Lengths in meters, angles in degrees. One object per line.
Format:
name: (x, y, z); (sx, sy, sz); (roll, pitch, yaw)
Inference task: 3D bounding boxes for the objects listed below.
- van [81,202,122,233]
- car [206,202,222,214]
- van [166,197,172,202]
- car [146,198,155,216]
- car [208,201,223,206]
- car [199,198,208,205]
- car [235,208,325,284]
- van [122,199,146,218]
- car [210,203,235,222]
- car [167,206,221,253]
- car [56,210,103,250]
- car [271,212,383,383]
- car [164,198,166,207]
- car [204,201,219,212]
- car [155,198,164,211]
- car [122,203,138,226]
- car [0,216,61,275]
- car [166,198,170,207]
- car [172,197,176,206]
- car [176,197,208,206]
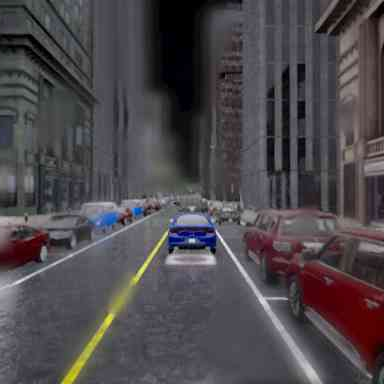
van: (-5.753, 1.541, 20.640); (1.690, 1.788, 3.998); (0, -1, 0)
car: (2.781, 1.997, 42.403); (1.802, 1.307, 4.206); (0, -1, 0)
van: (-5.734, 2.057, 69.607); (1.690, 1.788, 3.998); (0, -1, 0)
car: (-5.746, 1.676, 36.963); (2.192, 1.841, 5.009); (0, -1, 0)
car: (2.779, 1.802, 36.964); (1.967, 1.590, 4.097); (0, -1, 0)
car: (2.796, 2.287, 80.485); (1.967, 1.590, 4.097); (0, -1, 0)
car: (2.767, 1.409, 9.762); (2.192, 1.841, 5.009); (0, -1, 0)
van: (-5.749, 1.649, 31.522); (1.690, 1.788, 3.998); (0, -1, 0)
car: (2.774, 1.805, 26.082); (2.008, 1.369, 4.403); (0, -1, 0)
car: (0.013, 1.618, 14.485); (1.882, 1.535, 5.008); (0, 0, 0)
car: (-5.756, 1.713, 15.196); (1.947, 1.339, 4.313); (0, -1, 0)
car: (2.765, 1.357, 4.322); (2.192, 1.841, 5.009); (0, -1, 0)
car: (-5.740, 1.965, 53.285); (1.967, 1.590, 4.097); (0, -1, 0)
car: (2.783, 2.014, 47.843); (1.887, 1.381, 4.507); (0, -1, 0)
car: (-5.742, 1.783, 47.844); (2.192, 1.841, 5.009); (0, -1, 0)
car: (-5.751, 1.799, 26.079); (1.887, 1.381, 4.507); (0, -1, 0)
car: (-5.758, 1.638, 9.755); (1.887, 1.381, 4.507); (0, -1, 0)
car: (-5.736, 2.233, 64.163); (1.802, 1.307, 4.206); (0, -1, 0)
car: (-2.969, 2.336, 71.755); (1.895, 1.301, 4.718); (0, -1, 0)
car: (0.013, 1.500, 29.013); (2.150, 2.045, 5.566); (0, 0, 0)
